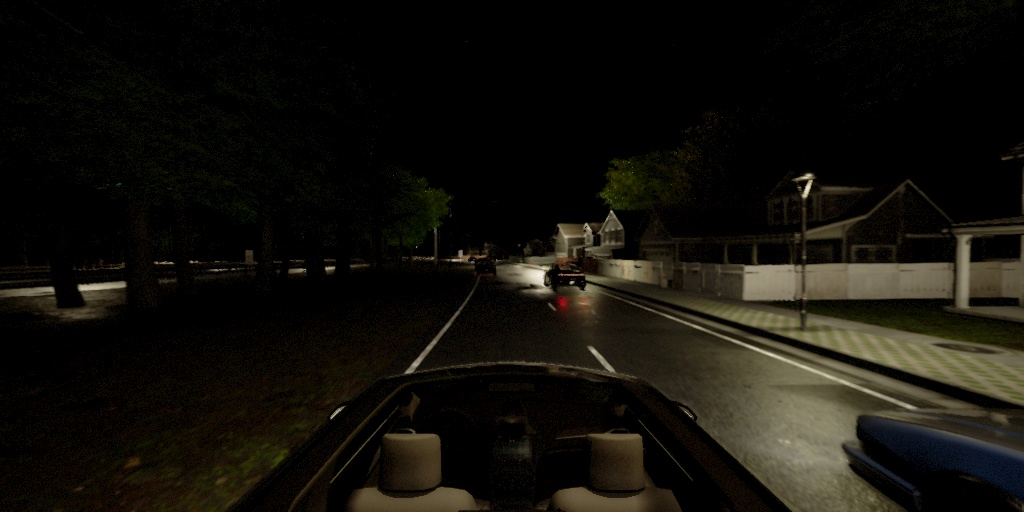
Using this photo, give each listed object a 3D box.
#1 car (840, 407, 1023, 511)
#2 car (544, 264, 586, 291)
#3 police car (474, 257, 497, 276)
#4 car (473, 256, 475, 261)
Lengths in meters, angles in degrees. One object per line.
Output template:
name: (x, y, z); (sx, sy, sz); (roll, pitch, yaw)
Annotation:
car: (3.594, 1.296, 0.387); (2.033, 1.411, 5.357); (0, 0, 0)
car: (3.057, 1.206, 21.382); (2.128, 1.511, 4.902); (0, 0, -3)
police car: (-2.551, 1.098, 35.447); (1.930, 1.638, 5.238); (0, 0, -5)
car: (-3.564, 0.974, 45.273); (2.097, 1.767, 4.553); (0, 0, -7)
